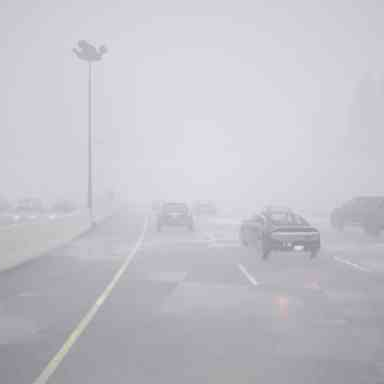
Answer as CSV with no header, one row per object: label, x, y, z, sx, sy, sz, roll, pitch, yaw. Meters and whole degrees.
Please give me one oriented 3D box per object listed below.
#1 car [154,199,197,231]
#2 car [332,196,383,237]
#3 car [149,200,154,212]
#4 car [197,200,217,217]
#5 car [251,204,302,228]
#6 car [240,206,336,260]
car,-1.160,1.355,20.852,2.097,1.767,4.553,0,0,-6
car,9.695,1.202,17.970,2.150,2.045,5.566,0,0,-5
car,-3.945,1.557,39.171,2.033,1.411,5.357,0,0,-11
car,1.016,1.491,31.098,2.128,1.511,4.902,0,0,-9
car,5.659,1.590,23.070,1.895,1.301,4.718,0,0,-6
car,3.087,1.486,12.495,2.128,1.511,4.902,0,0,-4
